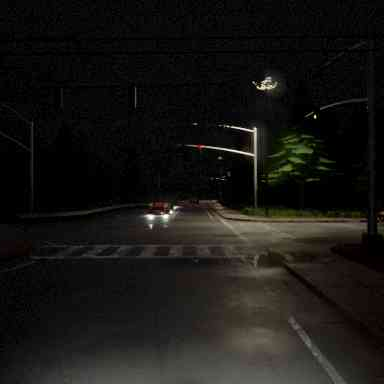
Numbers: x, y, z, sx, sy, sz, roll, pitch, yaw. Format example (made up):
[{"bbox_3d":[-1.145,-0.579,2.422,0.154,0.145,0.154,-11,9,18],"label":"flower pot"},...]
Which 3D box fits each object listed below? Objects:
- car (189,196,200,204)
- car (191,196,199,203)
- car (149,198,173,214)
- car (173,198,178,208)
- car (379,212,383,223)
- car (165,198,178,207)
[{"bbox_3d":[0.379,1.691,65.423,1.812,1.442,4.674,0,0,2],"label":"car"},{"bbox_3d":[0.708,1.631,75.730,1.837,1.490,4.892,0,0,2],"label":"car"},{"bbox_3d":[-3.577,1.468,37.301,2.097,1.767,4.553,0,0,0],"label":"car"},{"bbox_3d":[-3.552,1.632,47.102,2.128,1.511,4.902,0,0,0],"label":"car"},{"bbox_3d":[15.165,1.484,22.084,5.008,1.535,1.882,0,0,1],"label":"car"},{"bbox_3d":[-3.449,1.729,57.102,1.994,1.385,4.181,0,0,1],"label":"car"}]
